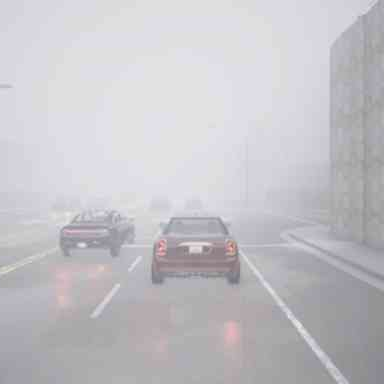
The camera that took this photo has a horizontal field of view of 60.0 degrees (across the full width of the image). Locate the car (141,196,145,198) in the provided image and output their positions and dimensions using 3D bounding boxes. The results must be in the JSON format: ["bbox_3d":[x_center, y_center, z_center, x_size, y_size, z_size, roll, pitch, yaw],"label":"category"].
[{"bbox_3d":[-10.421,1.183,70.725,1.994,1.385,4.181,0,0,0],"label":"car"}]

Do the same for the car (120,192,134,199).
[{"bbox_3d":[-13.920,0.797,71.336,2.033,1.411,5.357,0,0,0],"label":"car"}]

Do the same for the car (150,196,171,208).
[{"bbox_3d":[-3.360,1.169,36.387,2.097,1.767,4.553,0,0,0],"label":"car"}]

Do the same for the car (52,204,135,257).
[{"bbox_3d":[-3.394,1.425,12.712,2.128,1.511,4.902,0,0,0],"label":"car"}]

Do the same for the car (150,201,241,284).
[{"bbox_3d":[0.095,1.303,9.623,2.097,1.767,4.553,0,0,0],"label":"car"}]

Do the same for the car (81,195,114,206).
[{"bbox_3d":[-10.554,1.317,37.536,1.837,1.490,4.892,0,0,0],"label":"car"}]

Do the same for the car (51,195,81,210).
[{"bbox_3d":[-14.054,1.164,37.442,2.097,1.767,4.553,0,0,0],"label":"car"}]

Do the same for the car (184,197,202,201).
[{"bbox_3d":[0.143,1.285,38.224,1.882,1.535,5.008,0,0,0],"label":"car"}]

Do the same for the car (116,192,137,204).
[{"bbox_3d":[-10.504,0.945,55.271,2.150,2.045,5.566,0,0,1],"label":"car"}]

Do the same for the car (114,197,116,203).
[{"bbox_3d":[-13.988,1.268,55.816,2.033,1.411,5.357,0,0,1],"label":"car"}]
